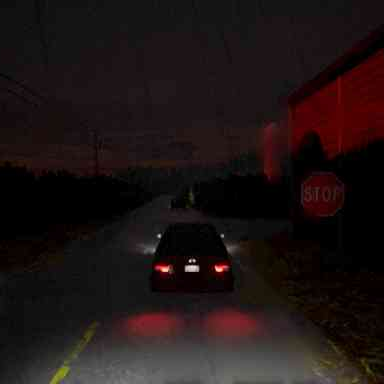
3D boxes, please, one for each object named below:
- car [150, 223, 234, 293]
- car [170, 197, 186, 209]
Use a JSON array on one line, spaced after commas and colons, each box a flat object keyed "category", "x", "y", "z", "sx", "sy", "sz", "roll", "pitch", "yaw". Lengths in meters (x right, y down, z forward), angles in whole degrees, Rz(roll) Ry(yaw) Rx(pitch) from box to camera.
[{"category": "car", "x": -0.027, "y": 1.541, "z": 8.996, "sx": 2.033, "sy": 1.411, "sz": 5.357, "roll": 0, "pitch": 0, "yaw": -1}, {"category": "car", "x": -1.889, "y": 1.459, "z": 44.589, "sx": 2.128, "sy": 1.511, "sz": 4.902, "roll": 0, "pitch": 0, "yaw": -4}]
